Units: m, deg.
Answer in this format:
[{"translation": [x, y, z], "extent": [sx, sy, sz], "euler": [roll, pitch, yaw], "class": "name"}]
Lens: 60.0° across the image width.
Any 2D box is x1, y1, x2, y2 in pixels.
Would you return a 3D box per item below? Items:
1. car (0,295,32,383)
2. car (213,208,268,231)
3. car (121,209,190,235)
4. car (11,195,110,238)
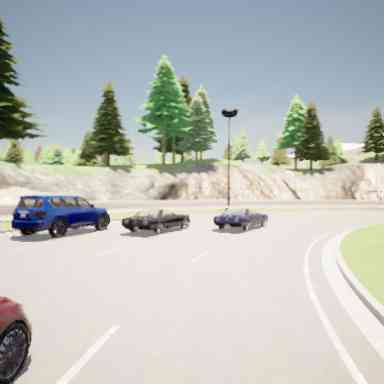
[{"translation": [-3.086, 1.495, 2.394], "extent": [1.812, 1.442, 4.674], "euler": [0, 0, 4], "class": "car"}, {"translation": [3.237, 1.668, 21.150], "extent": [1.895, 1.301, 4.718], "euler": [1, 0, 32], "class": "car"}, {"translation": [-1.879, 1.608, 19.158], "extent": [1.895, 1.301, 4.718], "euler": [1, 0, 27], "class": "car"}, {"translation": [-6.680, 1.172, 17.614], "extent": [2.150, 2.045, 5.566], "euler": [0, 0, 22], "class": "car"}]
